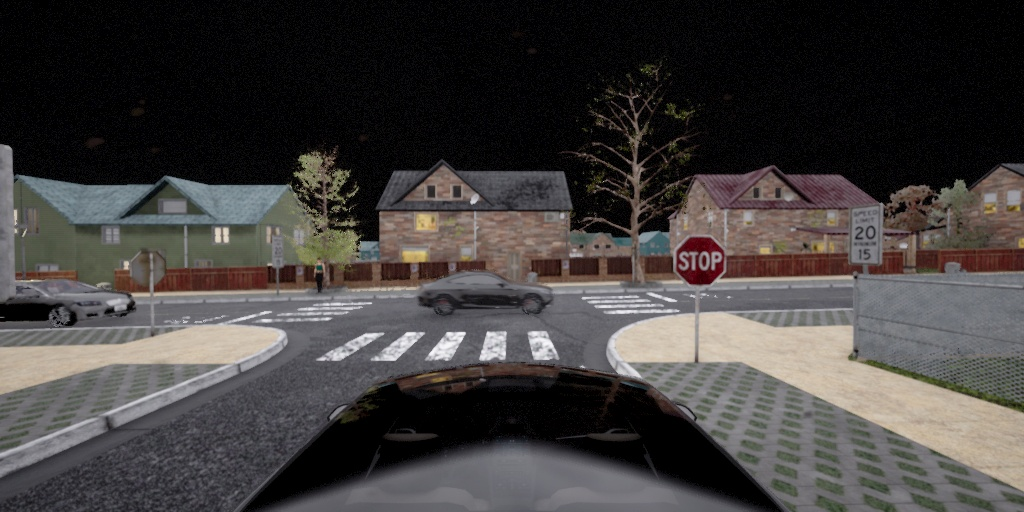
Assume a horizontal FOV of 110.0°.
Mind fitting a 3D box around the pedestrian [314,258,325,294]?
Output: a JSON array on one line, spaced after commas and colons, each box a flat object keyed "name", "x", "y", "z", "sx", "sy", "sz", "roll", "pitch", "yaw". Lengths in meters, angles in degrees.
[{"name": "pedestrian", "x": -9.785, "y": 0.975, "z": 18.192, "sx": 0.375, "sy": 1.860, "sz": 0.375, "roll": 0, "pitch": 2, "yaw": -1}]

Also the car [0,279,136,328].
[{"name": "car", "x": -15.893, "y": 1.569, "z": 12.278, "sx": 4.902, "sy": 1.511, "sz": 2.128, "roll": -1, "pitch": 1, "yaw": -1}]

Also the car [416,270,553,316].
[{"name": "car", "x": -0.918, "y": 1.218, "z": 12.442, "sx": 4.674, "sy": 1.442, "sz": 1.812, "roll": -1, "pitch": 1, "yaw": 0}]
